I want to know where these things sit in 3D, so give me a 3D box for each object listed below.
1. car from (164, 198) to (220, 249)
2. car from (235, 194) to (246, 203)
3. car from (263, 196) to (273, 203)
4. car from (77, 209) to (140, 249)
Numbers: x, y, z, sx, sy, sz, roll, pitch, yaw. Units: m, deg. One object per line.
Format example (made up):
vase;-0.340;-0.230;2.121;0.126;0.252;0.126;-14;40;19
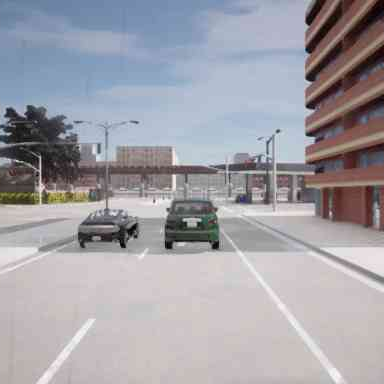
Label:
car;0.000;1.257;14.680;2.150;2.045;5.566;0;0;0
car;9.710;1.293;65.641;2.242;1.667;4.611;0;0;0
car;15.455;1.454;66.403;1.970;1.475;3.806;0;0;0
car;-3.503;1.492;14.649;2.128;1.511;4.902;0;0;0
